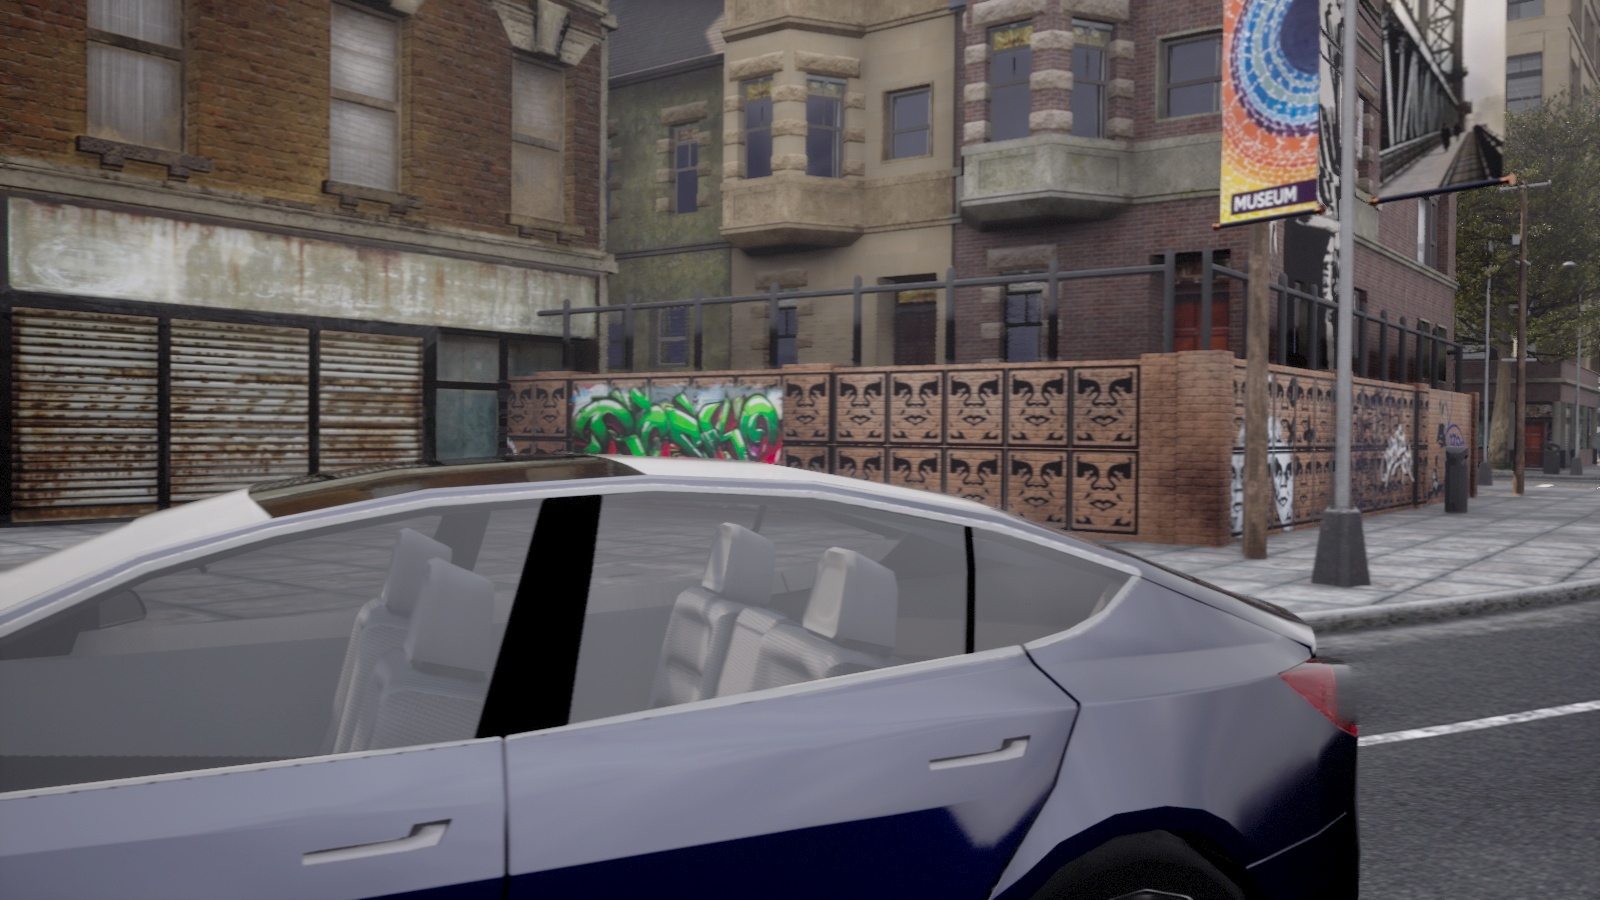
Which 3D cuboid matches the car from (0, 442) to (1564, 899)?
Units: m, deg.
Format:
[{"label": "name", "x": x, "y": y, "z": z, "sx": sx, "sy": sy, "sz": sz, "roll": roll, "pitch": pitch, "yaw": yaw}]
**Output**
[{"label": "car", "x": -0.967, "y": 0.765, "z": 2.853, "sx": 4.792, "sy": 1.488, "sz": 2.163, "roll": -1, "pitch": 1, "yaw": -22}]
